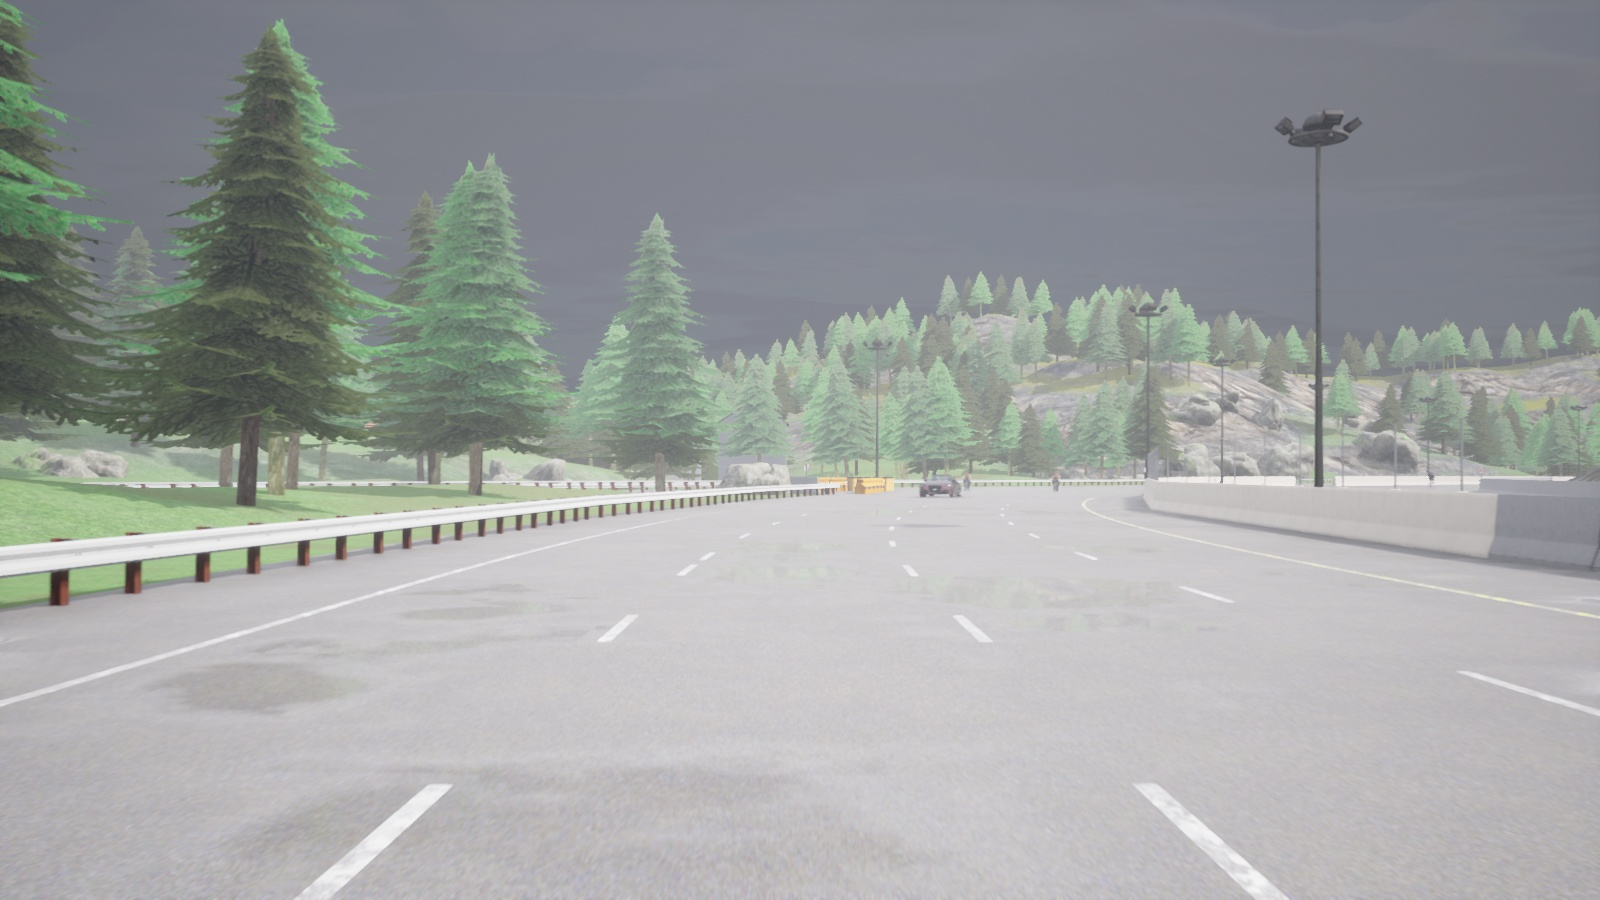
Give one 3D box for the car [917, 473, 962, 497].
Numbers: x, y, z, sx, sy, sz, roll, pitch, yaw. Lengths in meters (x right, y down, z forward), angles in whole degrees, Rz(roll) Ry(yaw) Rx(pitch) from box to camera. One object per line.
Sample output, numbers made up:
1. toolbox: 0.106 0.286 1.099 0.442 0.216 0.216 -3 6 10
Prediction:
1. car: 8.374 2.093 75.038 1.994 1.385 4.181 -1 -1 16
